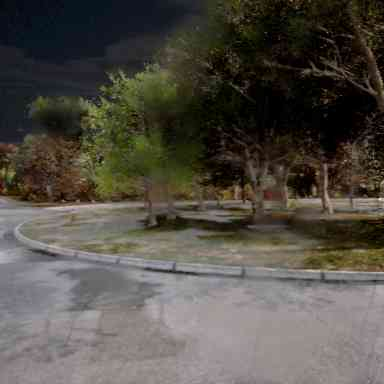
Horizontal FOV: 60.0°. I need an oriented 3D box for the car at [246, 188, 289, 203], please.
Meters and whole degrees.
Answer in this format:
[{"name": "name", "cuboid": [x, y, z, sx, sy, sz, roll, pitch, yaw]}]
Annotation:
[{"name": "car", "cuboid": [10.058, 0.467, 44.551, 5.566, 2.045, 2.150, -1, 0, 12]}]
